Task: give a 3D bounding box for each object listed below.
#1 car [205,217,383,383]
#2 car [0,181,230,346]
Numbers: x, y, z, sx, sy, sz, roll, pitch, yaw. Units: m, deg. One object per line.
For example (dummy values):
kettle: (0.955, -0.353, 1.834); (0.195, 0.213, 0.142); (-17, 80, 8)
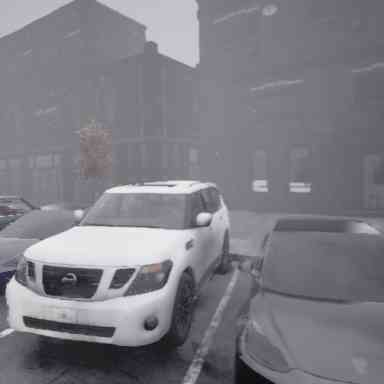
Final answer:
car: (1.792, 1.179, 4.544); (2.163, 1.488, 4.792); (0, 3, 15)
car: (-0.666, 0.847, 6.256); (2.435, 2.045, 5.566); (0, 3, 15)
